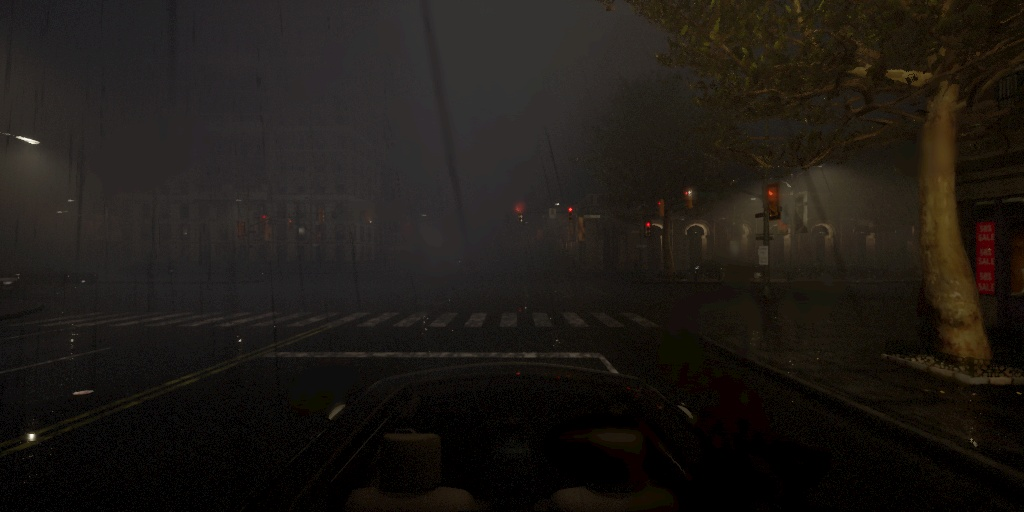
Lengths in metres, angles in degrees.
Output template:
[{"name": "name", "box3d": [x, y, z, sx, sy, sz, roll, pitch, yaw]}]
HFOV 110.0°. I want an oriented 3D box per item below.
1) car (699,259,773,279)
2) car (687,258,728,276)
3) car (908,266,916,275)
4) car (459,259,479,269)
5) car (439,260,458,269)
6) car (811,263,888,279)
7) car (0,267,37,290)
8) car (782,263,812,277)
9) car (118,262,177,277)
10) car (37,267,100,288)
[{"name": "car", "box3d": [19.437, 1.254, 31.252, 4.892, 1.490, 1.837, 0, 0, 1]}, {"name": "car", "box3d": [19.458, 1.102, 34.754, 4.553, 1.767, 2.097, 0, 0, 0]}, {"name": "car", "box3d": [41.272, 1.227, 34.540, 5.008, 1.535, 1.882, 0, 0, 1]}, {"name": "car", "box3d": [-6.877, 1.227, 57.753, 1.882, 1.535, 5.008, 0, 0, 1]}, {"name": "car", "box3d": [-10.383, 1.313, 57.288, 1.994, 1.385, 4.181, 0, 0, 1]}, {"name": "car", "box3d": [29.384, 1.350, 31.162, 4.718, 1.301, 1.895, 0, 0, 1]}, {"name": "car", "box3d": [-30.498, 1.241, 20.012, 4.902, 1.511, 2.128, 0, 0, 1]}, {"name": "car", "box3d": [29.398, 1.350, 34.662, 4.718, 1.301, 1.895, 0, 0, 1]}, {"name": "car", "box3d": [-35.738, 1.275, 35.230, 4.674, 1.442, 1.812, 0, 0, 0]}, {"name": "car", "box3d": [-30.276, 1.351, 23.508, 4.718, 1.301, 1.895, 0, 0, 1]}]
